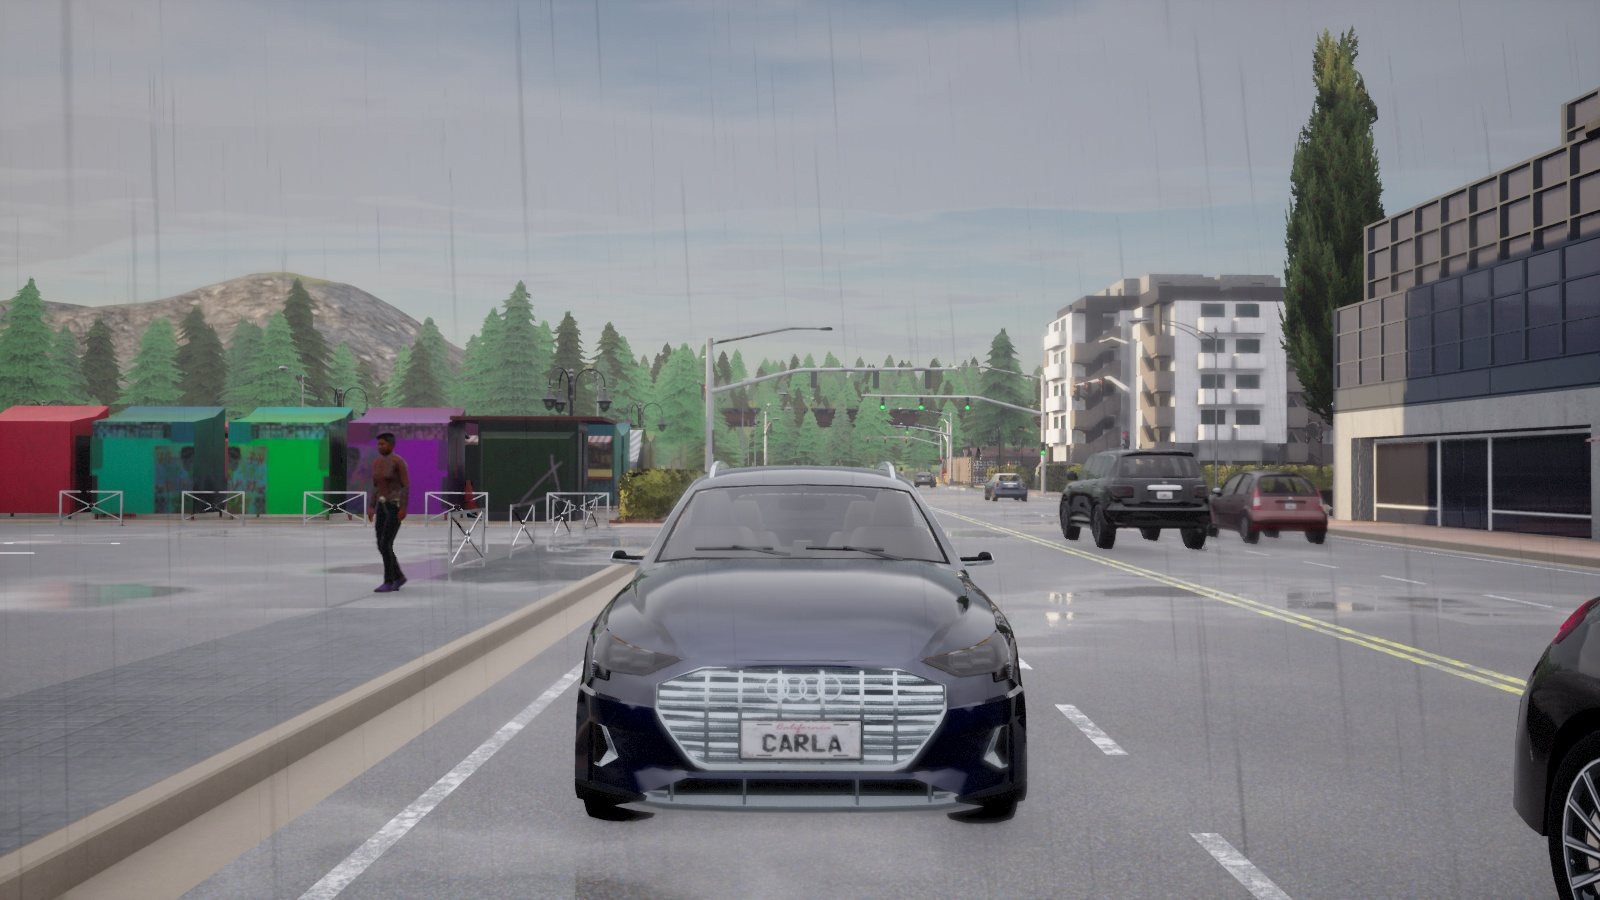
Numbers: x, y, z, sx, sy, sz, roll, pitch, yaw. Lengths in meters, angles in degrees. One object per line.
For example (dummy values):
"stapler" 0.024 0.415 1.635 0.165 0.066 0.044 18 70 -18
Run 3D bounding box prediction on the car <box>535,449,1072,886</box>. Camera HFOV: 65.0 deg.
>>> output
"car" 0.019 0.865 7.197 2.033 1.649 4.856 0 -1 0

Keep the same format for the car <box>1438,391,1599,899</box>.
"car" 3.494 0.617 2.241 2.152 1.651 5.027 0 -1 0

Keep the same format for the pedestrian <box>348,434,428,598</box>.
"pedestrian" -4.684 0.732 14.309 0.328 1.805 0.869 -1 -1 31

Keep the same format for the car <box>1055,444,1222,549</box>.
"car" 7.181 0.963 27.346 2.150 2.045 5.566 0 -1 0

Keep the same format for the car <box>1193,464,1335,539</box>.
"car" 10.698 1.160 29.274 1.851 1.617 3.988 0 -1 0

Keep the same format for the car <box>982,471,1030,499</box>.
"car" 11.007 1.865 67.414 1.970 1.475 3.806 0 -1 0
